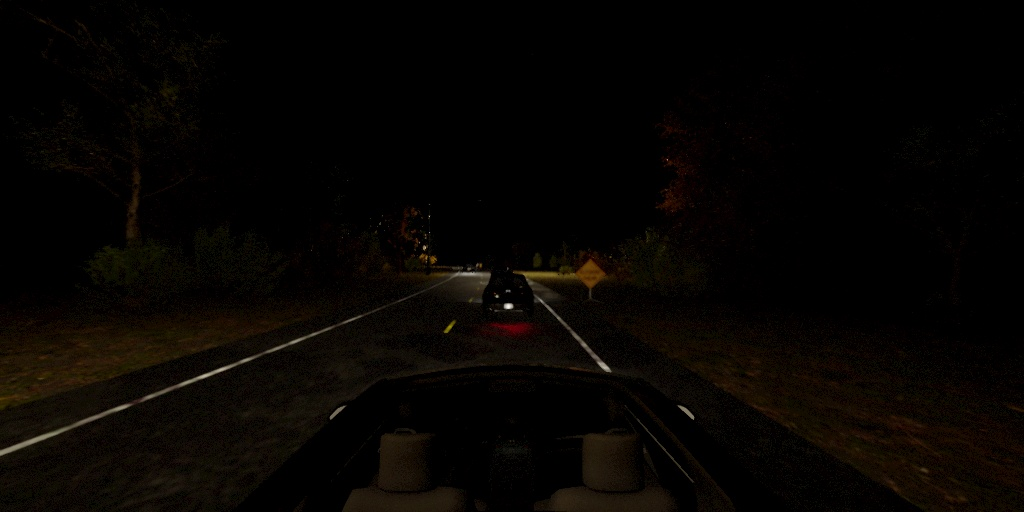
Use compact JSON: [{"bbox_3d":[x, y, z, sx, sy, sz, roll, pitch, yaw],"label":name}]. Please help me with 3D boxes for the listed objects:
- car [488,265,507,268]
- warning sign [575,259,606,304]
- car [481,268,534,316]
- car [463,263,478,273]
[{"bbox_3d":[-0.853,1.654,29.921,1.812,1.442,4.674,0,0,-3],"label":"car"},{"bbox_3d":[3.331,1.046,15.265,1.300,1.860,1.060,0,0,-2],"label":"warning sign"},{"bbox_3d":[-0.167,1.427,14.242,1.837,1.490,4.892,0,0,-1],"label":"car"},{"bbox_3d":[-7.199,2.010,60.198,2.128,1.511,4.902,0,-1,-6],"label":"car"}]
